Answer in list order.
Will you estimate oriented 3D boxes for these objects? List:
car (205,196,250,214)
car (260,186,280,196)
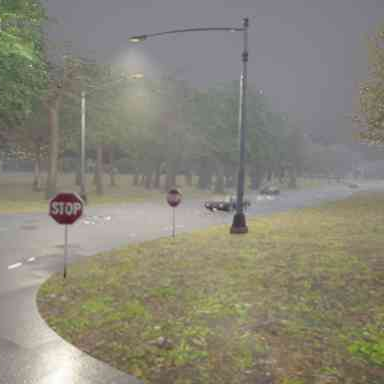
[{"bbox_3d":[3.081,1.002,27.642,1.895,1.301,4.718,3,4,35],"label":"car"},{"bbox_3d":[12.410,-0.161,52.764,1.882,1.535,5.008,3,5,35],"label":"car"}]
